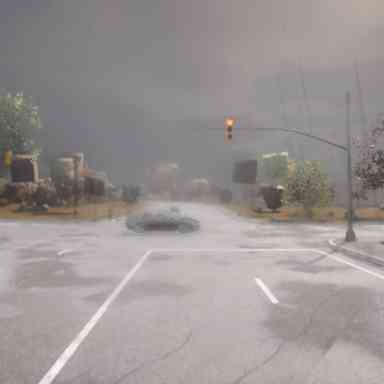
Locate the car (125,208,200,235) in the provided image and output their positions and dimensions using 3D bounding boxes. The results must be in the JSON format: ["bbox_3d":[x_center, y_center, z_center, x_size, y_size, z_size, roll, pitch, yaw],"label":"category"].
[{"bbox_3d":[-1.909,2.018,21.913,4.902,1.511,2.128,0,-2,3],"label":"car"}]

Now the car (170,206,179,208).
[{"bbox_3d":[-3.504,3.415,66.139,2.033,1.411,5.357,0,0,0],"label":"car"}]
